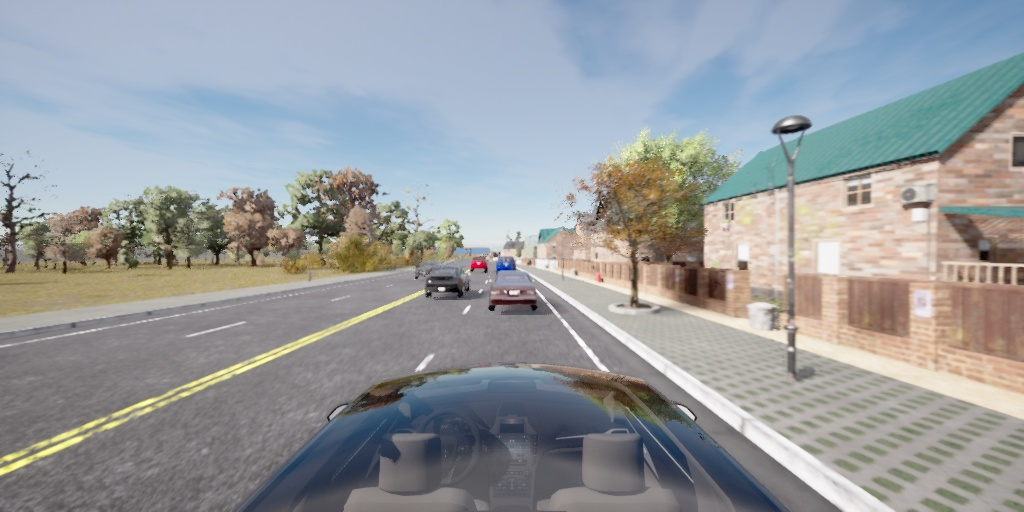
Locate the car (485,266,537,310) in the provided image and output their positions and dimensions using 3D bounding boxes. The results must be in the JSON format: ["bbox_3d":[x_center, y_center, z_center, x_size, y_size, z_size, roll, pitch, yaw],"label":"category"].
[{"bbox_3d":[0.009,1.320,14.930,2.033,1.411,5.357,0,0,-1],"label":"car"}]

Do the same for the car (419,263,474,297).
[{"bbox_3d":[-3.324,1.290,19.108,1.837,1.490,4.892,0,0,-1],"label":"car"}]

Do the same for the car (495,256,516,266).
[{"bbox_3d":[-0.709,1.040,40.117,2.150,2.045,5.566,0,0,-2],"label":"car"}]

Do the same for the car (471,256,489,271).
[{"bbox_3d":[-4.314,1.061,47.713,2.150,2.045,5.566,0,0,-3],"label":"car"}]

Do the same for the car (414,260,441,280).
[{"bbox_3d":[-6.955,1.119,30.537,1.837,1.490,4.892,0,0,-2],"label":"car"}]
